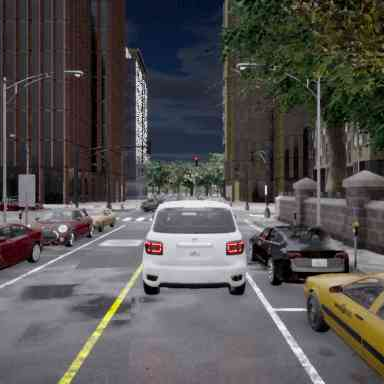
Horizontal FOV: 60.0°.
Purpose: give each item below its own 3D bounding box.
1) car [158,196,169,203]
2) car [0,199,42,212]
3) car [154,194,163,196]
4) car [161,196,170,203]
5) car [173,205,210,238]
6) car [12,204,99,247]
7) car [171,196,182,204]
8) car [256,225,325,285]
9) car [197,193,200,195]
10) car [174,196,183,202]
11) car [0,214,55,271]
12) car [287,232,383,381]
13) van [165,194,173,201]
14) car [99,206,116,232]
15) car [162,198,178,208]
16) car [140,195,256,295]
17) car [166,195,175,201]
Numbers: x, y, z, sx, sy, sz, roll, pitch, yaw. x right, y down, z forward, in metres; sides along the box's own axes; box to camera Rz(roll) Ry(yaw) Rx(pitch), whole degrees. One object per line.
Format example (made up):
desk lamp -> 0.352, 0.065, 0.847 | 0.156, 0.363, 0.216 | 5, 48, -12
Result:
car -> -5.827, 1.602, 68.448 | 1.802, 1.307, 4.206 | 0, 0, 0
car -> -16.674, 1.306, 31.616 | 4.718, 1.301, 1.895 | 1, 0, 0
car -> -5.817, 1.329, 57.573 | 2.192, 1.841, 5.009 | 0, 0, 0
car -> -5.832, 1.549, 73.716 | 1.752, 1.417, 4.829 | 0, 0, 0
car -> 0.006, 1.527, 18.496 | 1.812, 1.442, 4.674 | 0, 0, 0
car -> -5.778, 1.441, 14.709 | 1.967, 1.590, 4.097 | 0, 0, 0
car -> -3.084, 1.584, 67.007 | 1.994, 1.385, 4.181 | 0, 0, 1
car -> 2.752, 1.566, 9.261 | 1.947, 1.339, 4.313 | 0, 0, 0
car -> 2.689, 1.572, 79.331 | 1.887, 1.381, 4.507 | 0, 0, 0
car -> -3.072, 1.559, 77.346 | 2.033, 1.411, 5.357 | 0, 0, 0
car -> -5.773, 1.545, 9.252 | 1.887, 1.381, 4.507 | 0, 0, 0
car -> 2.757, 1.525, 3.975 | 1.752, 1.417, 4.829 | 0, 0, 0
van -> -5.842, 1.372, 84.761 | 1.690, 1.788, 3.998 | 0, 0, 0
car -> -5.783, 1.527, 19.995 | 1.752, 1.417, 4.829 | 0, 0, 0
car -> -3.140, 1.574, 48.138 | 1.994, 1.385, 4.181 | 0, 0, 0
car -> 0.058, 1.222, 8.852 | 2.150, 2.045, 5.566 | 0, 0, 0
car -> -5.847, 1.586, 90.199 | 2.008, 1.369, 4.403 | 0, 0, 0
